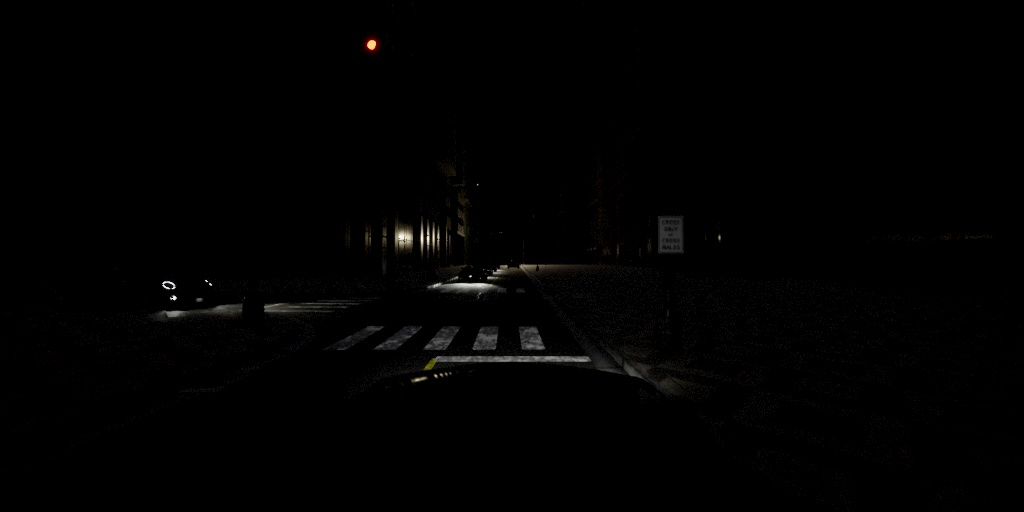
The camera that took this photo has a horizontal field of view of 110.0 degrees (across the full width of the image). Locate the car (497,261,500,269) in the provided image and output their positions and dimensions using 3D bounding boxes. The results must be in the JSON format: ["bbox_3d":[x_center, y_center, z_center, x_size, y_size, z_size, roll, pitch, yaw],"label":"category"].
[{"bbox_3d":[-2.973,1.321,47.594,1.837,1.490,4.892,0,0,0],"label":"car"}]

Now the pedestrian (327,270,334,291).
[{"bbox_3d":[-9.962,0.974,19.605,0.375,1.860,0.375,0,-1,0],"label":"pedestrian"}]

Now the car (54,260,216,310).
[{"bbox_3d":[-13.814,1.043,13.343,4.553,1.767,2.097,0,-1,2],"label":"car"}]

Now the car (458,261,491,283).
[{"bbox_3d":[-3.022,1.327,28.420,1.994,1.385,4.181,0,0,1],"label":"car"}]

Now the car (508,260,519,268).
[{"bbox_3d":[0.268,1.464,65.398,1.994,1.385,4.181,0,0,0],"label":"car"}]

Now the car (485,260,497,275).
[{"bbox_3d":[-3.006,1.331,37.741,2.033,1.411,5.357,0,0,0],"label":"car"}]

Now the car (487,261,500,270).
[{"bbox_3d":[-2.904,1.459,57.820,1.895,1.301,4.718,0,0,1],"label":"car"}]
